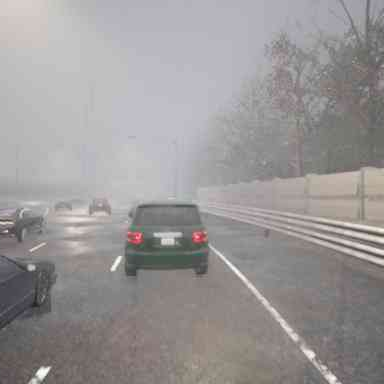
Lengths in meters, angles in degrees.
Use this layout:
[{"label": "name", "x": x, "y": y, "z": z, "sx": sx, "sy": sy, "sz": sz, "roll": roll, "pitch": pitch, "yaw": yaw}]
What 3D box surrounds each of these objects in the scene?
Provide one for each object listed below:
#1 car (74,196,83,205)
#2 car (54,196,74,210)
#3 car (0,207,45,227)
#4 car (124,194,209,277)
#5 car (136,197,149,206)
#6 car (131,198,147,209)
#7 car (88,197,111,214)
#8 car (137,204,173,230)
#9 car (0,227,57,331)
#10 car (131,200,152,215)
[{"label": "car", "x": -19.792, "y": 1.470, "z": 56.082, "sx": 1.837, "sy": 1.490, "sz": 4.892, "roll": 0, "pitch": 0, "yaw": -31}, {"label": "car", "x": -16.435, "y": 1.500, "z": 42.296, "sx": 1.812, "sy": 1.442, "sz": 4.674, "roll": 0, "pitch": 0, "yaw": -24}, {"label": "car", "x": -8.481, "y": 1.483, "z": 15.877, "sx": 2.128, "sy": 1.511, "sz": 4.902, "roll": 0, "pitch": 0, "yaw": -9}, {"label": "car", "x": -0.820, "y": 1.215, "z": 10.359, "sx": 2.150, "sy": 2.045, "sz": 5.566, "roll": 0, "pitch": 0, "yaw": -6}, {"label": "car", "x": -8.383, "y": 1.557, "z": 56.520, "sx": 1.895, "sy": 1.301, "sz": 4.718, "roll": 0, "pitch": 0, "yaw": -5}, {"label": "car", "x": -7.358, "y": 1.528, "z": 46.403, "sx": 1.994, "sy": 1.385, "sz": 4.181, "roll": 0, "pitch": 0, "yaw": -8}, {"label": "car", "x": -9.748, "y": 1.328, "z": 34.881, "sx": 2.097, "sy": 1.767, "sz": 4.553, "roll": 0, "pitch": 0, "yaw": -18}, {"label": "car", "x": -2.557, "y": 1.546, "z": 22.023, "sx": 1.994, "sy": 1.385, "sz": 4.181, "roll": 0, "pitch": 0, "yaw": -11}, {"label": "car", "x": -3.683, "y": 1.546, "z": 4.776, "sx": 2.033, "sy": 1.411, "sz": 5.357, "roll": 0, "pitch": 0, "yaw": -4}, {"label": "car", "x": -5.289, "y": 1.537, "z": 34.464, "sx": 1.994, "sy": 1.385, "sz": 4.181, "roll": 0, "pitch": 0, "yaw": -12}]
